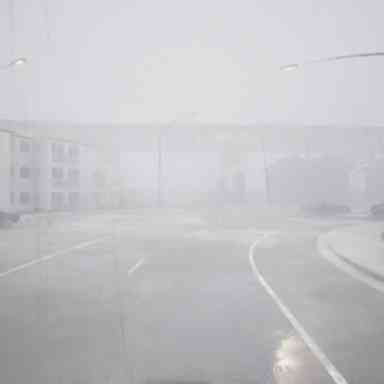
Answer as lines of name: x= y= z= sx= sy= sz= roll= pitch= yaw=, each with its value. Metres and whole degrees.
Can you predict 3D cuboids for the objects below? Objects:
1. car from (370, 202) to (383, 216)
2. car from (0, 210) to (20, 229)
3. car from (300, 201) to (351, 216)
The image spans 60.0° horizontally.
car: x=18.222 y=1.490 z=29.612 sx=4.674 sy=1.442 sz=1.812 roll=0 pitch=0 yaw=-11
car: x=-12.325 y=1.568 z=18.861 sx=1.895 sy=1.301 sz=4.718 roll=0 pitch=0 yaw=19
car: x=12.835 y=1.560 z=31.869 sx=4.718 sy=1.301 sz=1.895 roll=0 pitch=0 yaw=-23
